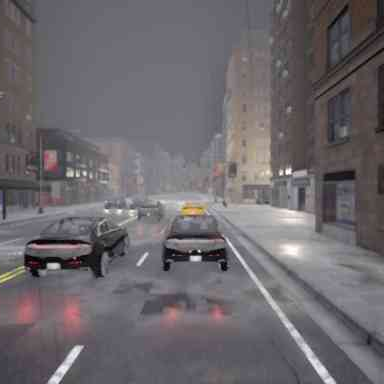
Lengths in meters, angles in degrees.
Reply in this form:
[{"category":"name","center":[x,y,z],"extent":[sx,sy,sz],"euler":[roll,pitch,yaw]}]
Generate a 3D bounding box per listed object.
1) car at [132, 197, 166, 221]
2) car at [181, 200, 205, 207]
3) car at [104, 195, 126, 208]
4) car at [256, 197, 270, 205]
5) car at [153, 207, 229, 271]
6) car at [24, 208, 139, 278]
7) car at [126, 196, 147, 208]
[{"category":"car","center":[-3.164,1.434,26.708],"extent":[2.128,1.511,4.902],"euler":[0,0,0]},{"category":"car","center":[0.085,1.418,28.063],"extent":[1.882,1.535,5.008],"euler":[0,0,0]},{"category":"car","center":[-9.805,1.264,42.959],"extent":[2.097,1.767,4.553],"euler":[0,0,0]},{"category":"car","center":[12.368,1.481,53.403],"extent":[4.313,1.339,1.947],"euler":[0,0,0]},{"category":"car","center":[0.093,1.467,10.855],"extent":[2.128,1.511,4.902],"euler":[0,0,0]},{"category":"car","center":[-3.156,1.469,10.004],"extent":[2.128,1.511,4.902],"euler":[0,0,0]},{"category":"car","center":[-6.562,1.266,42.171],"extent":[2.097,1.767,4.553],"euler":[0,0,0]}]
